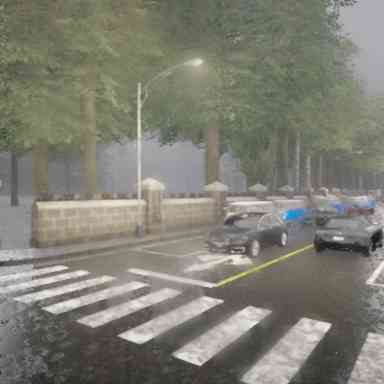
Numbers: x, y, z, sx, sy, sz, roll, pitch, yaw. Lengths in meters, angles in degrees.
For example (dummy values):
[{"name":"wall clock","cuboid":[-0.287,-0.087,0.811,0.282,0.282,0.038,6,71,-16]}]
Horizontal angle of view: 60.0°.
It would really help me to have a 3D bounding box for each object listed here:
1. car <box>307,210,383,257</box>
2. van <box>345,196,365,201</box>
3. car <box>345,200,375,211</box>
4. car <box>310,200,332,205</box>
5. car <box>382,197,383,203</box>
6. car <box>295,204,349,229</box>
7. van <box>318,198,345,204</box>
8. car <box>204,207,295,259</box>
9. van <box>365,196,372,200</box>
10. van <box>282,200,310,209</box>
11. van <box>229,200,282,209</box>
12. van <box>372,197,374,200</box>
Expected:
[{"name":"car","cuboid":[6.449,1.645,13.545,1.994,1.385,4.181,0,0,37]},{"name":"van","cuboid":[20.170,1.539,41.950,1.690,1.788,3.998,0,0,36]},{"name":"car","cuboid":[16.572,1.765,32.670,1.895,1.301,4.718,0,0,37]},{"name":"car","cuboid":[10.130,1.688,28.263,1.887,1.381,4.507,0,0,36]},{"name":"car","cuboid":[43.598,1.600,73.882,2.192,1.841,5.009,0,0,36]},{"name":"car","cuboid":[8.614,1.719,21.850,1.895,1.301,4.718,0,0,36]},{"name":"van","cuboid":[13.476,1.504,32.826,1.690,1.788,3.998,0,0,36]},{"name":"car","cuboid":[2.317,1.581,13.287,1.837,1.490,4.892,0,0,35]},{"name":"van","cuboid":[23.516,1.555,46.511,1.690,1.788,3.998,0,0,36]},{"name":"van","cuboid":[6.782,1.464,23.703,1.690,1.788,3.998,0,0,36]},{"name":"van","cuboid":[3.435,1.443,19.141,1.690,1.788,3.998,0,0,36]},{"name":"van","cuboid":[26.864,1.569,51.073,1.690,1.788,3.998,0,0,36]}]
